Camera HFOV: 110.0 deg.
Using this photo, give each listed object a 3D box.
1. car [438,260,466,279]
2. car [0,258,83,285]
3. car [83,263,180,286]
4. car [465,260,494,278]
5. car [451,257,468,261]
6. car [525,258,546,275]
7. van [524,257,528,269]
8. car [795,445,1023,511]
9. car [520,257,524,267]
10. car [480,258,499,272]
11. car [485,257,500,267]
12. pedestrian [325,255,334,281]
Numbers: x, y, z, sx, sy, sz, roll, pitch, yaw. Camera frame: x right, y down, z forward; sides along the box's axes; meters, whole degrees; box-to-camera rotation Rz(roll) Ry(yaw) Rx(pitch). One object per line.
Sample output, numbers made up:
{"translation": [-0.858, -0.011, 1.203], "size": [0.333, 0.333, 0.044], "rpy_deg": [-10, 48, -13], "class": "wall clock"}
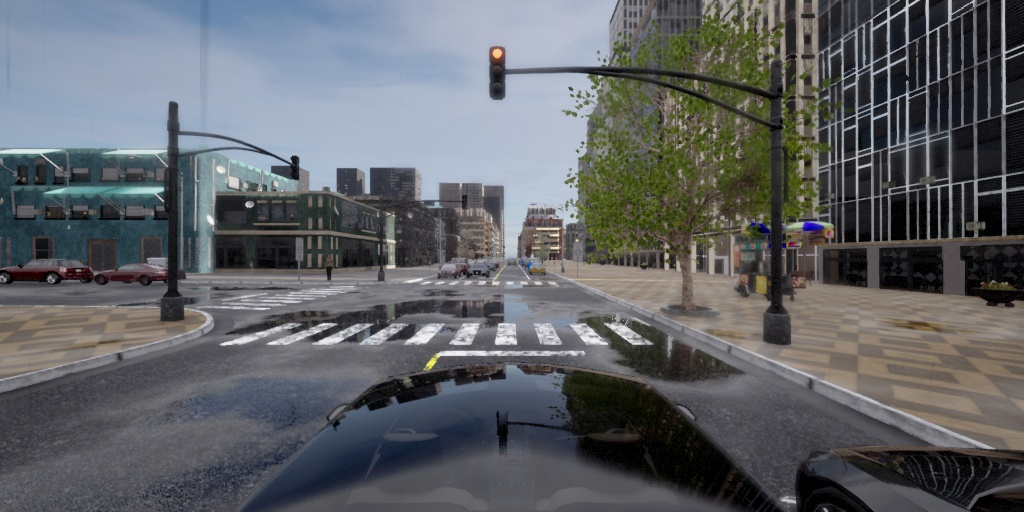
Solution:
{"translation": [-5.685, 1.334, 32.972], "size": [1.802, 1.307, 4.207], "rpy_deg": [0, 0, 0], "class": "car"}
{"translation": [-28.366, 0.879, 21.810], "size": [4.097, 1.591, 1.967], "rpy_deg": [0, 0, -1], "class": "car"}
{"translation": [-22.818, 1.090, 21.887], "size": [4.207, 1.307, 1.802], "rpy_deg": [0, 0, -1], "class": "car"}
{"translation": [-3.095, 1.316, 33.796], "size": [1.994, 1.385, 4.181], "rpy_deg": [0, 0, 0], "class": "car"}
{"translation": [-5.685, 1.067, 38.523], "size": [2.192, 1.841, 5.009], "rpy_deg": [0, 0, 0], "class": "car"}
{"translation": [2.695, 1.278, 38.694], "size": [1.751, 1.417, 4.829], "rpy_deg": [0, 0, 0], "class": "car"}
{"translation": [2.696, 1.094, 44.075], "size": [1.690, 1.789, 3.998], "rpy_deg": [0, 0, 0], "class": "van"}
{"translation": [2.691, 1.316, 0.495], "size": [1.948, 1.339, 4.313], "rpy_deg": [0, 0, 0], "class": "car"}
{"translation": [2.697, 1.305, 55.177], "size": [2.007, 1.370, 4.403], "rpy_deg": [0, 0, 0], "class": "car"}
{"translation": [-3.092, 1.318, 45.408], "size": [1.994, 1.385, 4.181], "rpy_deg": [0, 0, 0], "class": "car"}
{"translation": [-3.067, 1.233, 59.172], "size": [1.882, 1.535, 5.008], "rpy_deg": [0, 0, 0], "class": "car"}
{"translation": [-12.746, 0.788, 24.977], "size": [0.375, 1.860, 0.375], "rpy_deg": [0, -1, -1], "class": "pedestrian"}
